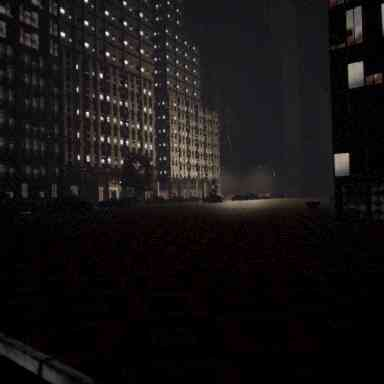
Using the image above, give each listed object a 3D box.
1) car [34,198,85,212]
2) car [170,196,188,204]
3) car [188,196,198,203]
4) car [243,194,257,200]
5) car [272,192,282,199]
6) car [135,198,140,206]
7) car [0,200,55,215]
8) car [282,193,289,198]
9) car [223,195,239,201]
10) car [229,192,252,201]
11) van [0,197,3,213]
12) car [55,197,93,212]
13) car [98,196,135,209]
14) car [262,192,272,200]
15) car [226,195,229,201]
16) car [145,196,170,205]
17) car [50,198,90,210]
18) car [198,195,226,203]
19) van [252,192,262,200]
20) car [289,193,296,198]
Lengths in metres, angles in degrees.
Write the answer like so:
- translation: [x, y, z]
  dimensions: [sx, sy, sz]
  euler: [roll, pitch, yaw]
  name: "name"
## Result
- translation: [-15.737, 1.530, 39.778]
  dimensions: [2.033, 1.411, 5.357]
  euler: [-2, -1, 35]
  name: "car"
- translation: [-3.235, 1.488, 62.503]
  dimensions: [1.887, 1.381, 4.507]
  euler: [-2, -1, 35]
  name: "car"
- translation: [-0.060, 1.471, 67.109]
  dimensions: [2.008, 1.369, 4.403]
  euler: [-2, -1, 35]
  name: "car"
- translation: [15.817, 1.353, 90.137]
  dimensions: [1.887, 1.381, 4.507]
  euler: [-2, -1, 35]
  name: "car"
- translation: [19.326, 0.893, 80.931]
  dimensions: [2.192, 1.841, 5.009]
  euler: [-2, -1, 35]
  name: "car"
- translation: [-9.689, 1.437, 48.531]
  dimensions: [1.837, 1.490, 4.892]
  euler: [-2, -1, 35]
  name: "car"
- translation: [-15.521, 1.377, 30.550]
  dimensions: [1.752, 1.417, 4.829]
  euler: [-2, -1, 35]
  name: "car"
- translation: [22.539, 1.121, 85.500]
  dimensions: [1.947, 1.339, 4.313]
  euler: [-2, -1, 35]
  name: "car"
- translation: [9.466, 1.396, 80.926]
  dimensions: [1.887, 1.381, 4.507]
  euler: [-2, -1, 35]
  name: "car"
- translation: [9.754, 1.088, 67.182]
  dimensions: [1.967, 1.590, 4.097]
  euler: [-2, -1, 35]
  name: "car"
- translation: [-22.290, 1.443, 34.873]
  dimensions: [1.690, 1.788, 3.998]
  euler: [-2, -1, 35]
  name: "van"
- translation: [-12.450, 1.265, 35.008]
  dimensions: [1.967, 1.590, 4.097]
  euler: [-2, -1, 35]
  name: "car"
- translation: [-9.277, 1.379, 39.605]
  dimensions: [1.802, 1.307, 4.206]
  euler: [-2, -1, 35]
  name: "car"
- translation: [16.137, 1.041, 76.347]
  dimensions: [1.967, 1.590, 4.097]
  euler: [-2, -1, 35]
  name: "car"
- translation: [6.288, 1.314, 76.322]
  dimensions: [1.967, 1.590, 4.097]
  euler: [-2, -1, 35]
  name: "car"
- translation: [-6.412, 1.408, 57.899]
  dimensions: [1.967, 1.590, 4.097]
  euler: [-2, -1, 35]
  name: "car"
- translation: [-16.032, 1.572, 43.942]
  dimensions: [1.752, 1.417, 4.829]
  euler: [-2, -1, 35]
  name: "car"
- translation: [3.507, 1.219, 58.129]
  dimensions: [1.752, 1.417, 4.829]
  euler: [-2, -1, 35]
  name: "car"
- translation: [12.949, 0.965, 71.761]
  dimensions: [1.690, 1.788, 3.998]
  euler: [-2, -1, 35]
  name: "van"
- translation: [25.805, 1.060, 90.239]
  dimensions: [1.752, 1.417, 4.829]
  euler: [-2, -1, 35]
  name: "car"
